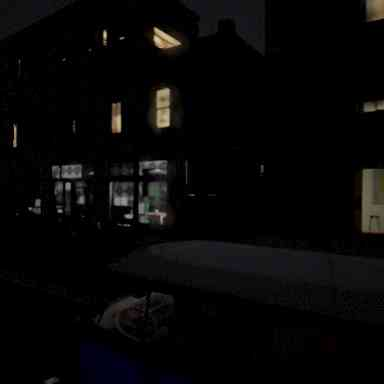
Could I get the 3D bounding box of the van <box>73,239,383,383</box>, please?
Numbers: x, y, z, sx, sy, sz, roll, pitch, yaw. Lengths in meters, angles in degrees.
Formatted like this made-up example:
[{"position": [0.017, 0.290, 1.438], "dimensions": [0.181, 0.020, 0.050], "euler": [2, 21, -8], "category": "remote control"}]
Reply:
[{"position": [0.897, 1.340, 2.230], "dimensions": [3.998, 1.788, 1.690], "euler": [0, 1, 36], "category": "van"}]
